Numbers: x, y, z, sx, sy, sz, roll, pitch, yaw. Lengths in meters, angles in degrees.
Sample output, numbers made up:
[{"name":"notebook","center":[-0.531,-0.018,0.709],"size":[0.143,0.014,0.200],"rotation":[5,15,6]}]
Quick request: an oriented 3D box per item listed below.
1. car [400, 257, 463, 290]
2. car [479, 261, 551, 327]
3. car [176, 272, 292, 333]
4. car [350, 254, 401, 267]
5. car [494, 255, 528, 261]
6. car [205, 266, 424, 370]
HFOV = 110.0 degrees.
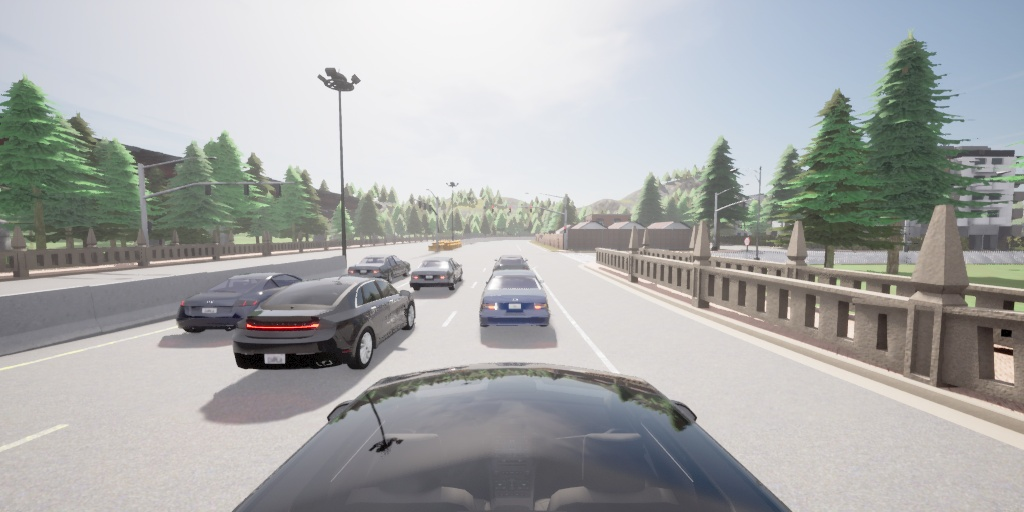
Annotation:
[{"name":"car","center":[-3.501,0.755,17.278],"size":[2.033,1.411,5.357],"rotation":[0,4,-2]},{"name":"car","center":[0.043,1.103,10.789],"size":[2.033,1.411,5.357],"rotation":[0,2,0]},{"name":"car","center":[-6.959,1.144,10.227],"size":[1.994,1.385,4.181],"rotation":[0,2,-1]},{"name":"car","center":[-7.033,0.622,19.438],"size":[2.033,1.411,5.357],"rotation":[0,4,-1]},{"name":"car","center":[-0.038,0.617,19.867],"size":[1.994,1.385,4.181],"rotation":[0,3,0]},{"name":"car","center":[-3.438,1.169,7.580],"size":[1.837,1.490,4.892],"rotation":[0,2,-1]}]
